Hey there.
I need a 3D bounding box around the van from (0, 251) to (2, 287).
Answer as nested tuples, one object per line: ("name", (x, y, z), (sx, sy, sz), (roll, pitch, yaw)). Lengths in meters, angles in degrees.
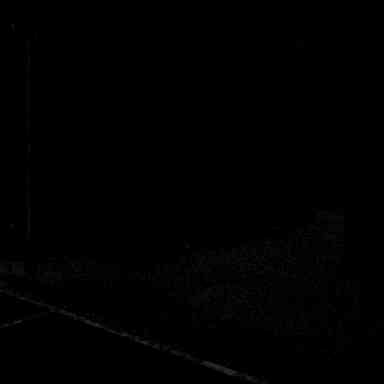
("van", (-5.778, 1.339, 7.194), (3.998, 1.788, 1.690), (0, 0, 35))
